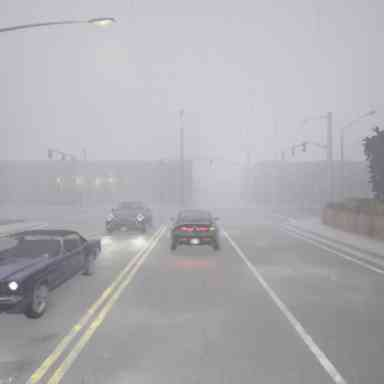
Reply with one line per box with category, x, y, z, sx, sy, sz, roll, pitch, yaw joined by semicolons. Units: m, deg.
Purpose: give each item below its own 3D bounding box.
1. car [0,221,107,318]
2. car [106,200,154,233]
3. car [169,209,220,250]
car;-3.570;1.578;7.483;1.895;1.301;4.718;0;0;1
car;-3.482;1.295;19.244;2.097;1.767;4.553;0;0;0
car;0.108;1.463;13.977;1.837;1.490;4.892;0;0;0
